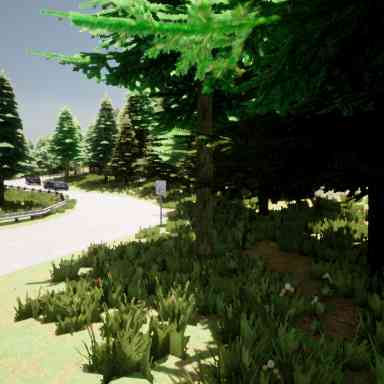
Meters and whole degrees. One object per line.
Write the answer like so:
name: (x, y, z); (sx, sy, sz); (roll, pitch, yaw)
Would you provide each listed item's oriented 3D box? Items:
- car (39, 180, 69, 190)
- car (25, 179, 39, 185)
car: (-18.881, -0.986, 46.136); (4.181, 1.385, 1.994); (6, 4, 39)
car: (-25.510, -1.912, 53.400); (1.837, 1.490, 4.892); (0, 5, -34)
